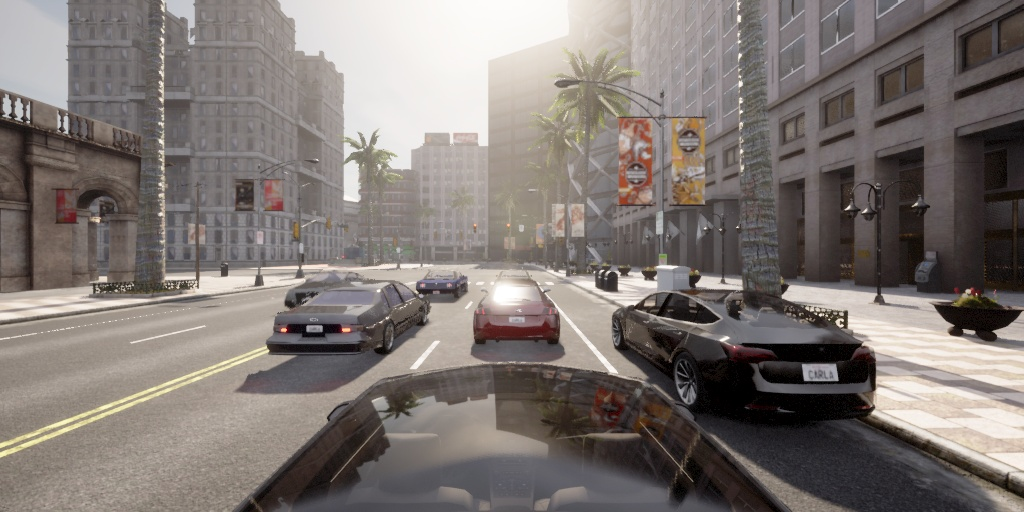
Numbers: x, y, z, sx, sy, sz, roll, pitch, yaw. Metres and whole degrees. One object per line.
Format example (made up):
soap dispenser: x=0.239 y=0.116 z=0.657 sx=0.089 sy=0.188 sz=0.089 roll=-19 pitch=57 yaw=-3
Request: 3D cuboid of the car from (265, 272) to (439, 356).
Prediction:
car: x=-3.400 y=1.297 z=8.686 sx=2.033 sy=1.411 sz=5.357 roll=0 pitch=0 yaw=0

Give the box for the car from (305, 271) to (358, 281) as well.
car: x=-7.053 y=1.315 z=14.320 sx=1.994 sy=1.385 sz=4.181 roll=0 pitch=0 yaw=0

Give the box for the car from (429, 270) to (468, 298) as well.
car: x=-3.396 y=1.351 z=18.335 sx=1.895 sy=1.301 sz=4.718 roll=0 pitch=0 yaw=0

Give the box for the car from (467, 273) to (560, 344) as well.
car: x=0.103 y=1.314 z=9.568 sx=1.994 sy=1.385 sz=4.181 roll=0 pitch=0 yaw=0

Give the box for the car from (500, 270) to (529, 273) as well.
car: x=0.105 y=1.351 z=18.376 sx=1.895 sy=1.301 sz=4.718 roll=0 pitch=0 yaw=0
